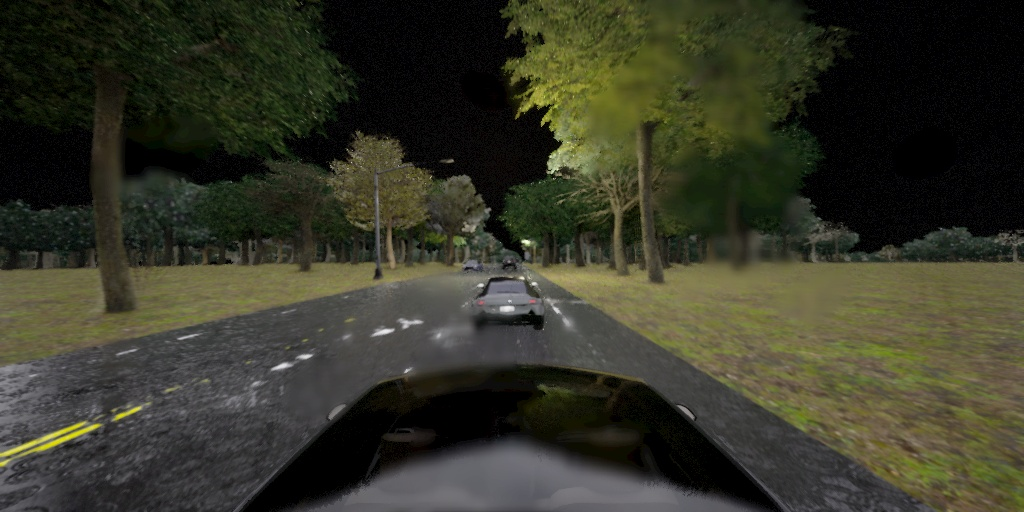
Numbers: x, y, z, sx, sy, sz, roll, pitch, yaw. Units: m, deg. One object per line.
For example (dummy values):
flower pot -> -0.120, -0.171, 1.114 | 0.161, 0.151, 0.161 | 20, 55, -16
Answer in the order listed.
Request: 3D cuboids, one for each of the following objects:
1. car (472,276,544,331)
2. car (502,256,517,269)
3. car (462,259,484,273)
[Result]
car -> -0.122, 1.315, 11.144 | 1.994, 1.385, 4.181 | -1, 0, 0
car -> -0.425, 1.047, 58.981 | 2.150, 2.045, 5.566 | -1, 0, 0
car -> -5.165, 1.259, 47.614 | 2.097, 1.767, 4.553 | -1, 0, 7
